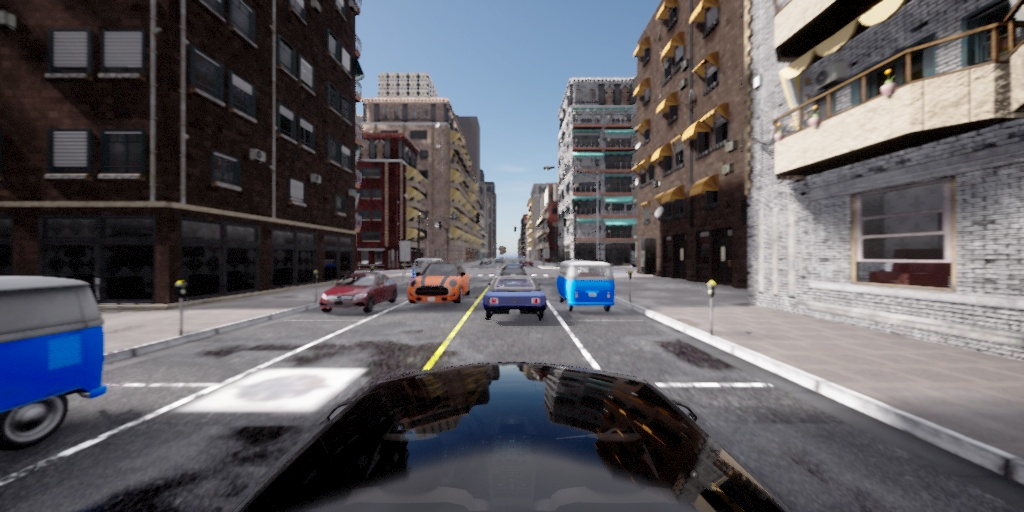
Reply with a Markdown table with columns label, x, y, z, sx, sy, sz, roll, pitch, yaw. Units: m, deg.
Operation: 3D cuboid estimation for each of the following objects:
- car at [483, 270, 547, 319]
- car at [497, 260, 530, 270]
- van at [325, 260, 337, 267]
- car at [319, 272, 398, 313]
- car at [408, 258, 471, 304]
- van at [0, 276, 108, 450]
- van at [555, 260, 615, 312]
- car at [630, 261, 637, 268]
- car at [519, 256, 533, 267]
| label | x | y | z | sx | sy | sz | roll | pitch | yaw |
| --- | --- | --- | --- | --- | --- | --- | --- | --- | --- |
| car | 0.090 | 1.325 | 12.578 | 1.895 | 1.301 | 4.718 | 0 | 0 | 0 |
| car | 0.086 | 1.254 | 26.642 | 1.994 | 1.385 | 4.181 | 0 | 0 | 0 |
| van | -25.366 | 1.391 | 48.371 | 3.998 | 1.789 | 1.690 | 0 | 0 | 0 |
| car | -5.691 | 1.303 | 13.850 | 1.802 | 1.307 | 4.207 | 0 | 0 | 0 |
| car | -3.092 | 1.068 | 16.009 | 2.097 | 1.767 | 4.553 | 0 | 0 | 0 |
| van | -5.691 | 1.089 | 2.577 | 1.690 | 1.789 | 3.998 | 0 | 0 | 0 |
| van | 2.690 | 1.062 | 13.845 | 1.690 | 1.789 | 3.998 | 0 | 0 | 0 |
| car | 18.271 | 0.901 | 48.572 | 4.313 | 1.339 | 1.948 | 0 | 0 | 0 |
| car | 2.693 | 1.051 | 63.013 | 1.967 | 1.591 | 4.097 | 0 | 0 | 0 |
